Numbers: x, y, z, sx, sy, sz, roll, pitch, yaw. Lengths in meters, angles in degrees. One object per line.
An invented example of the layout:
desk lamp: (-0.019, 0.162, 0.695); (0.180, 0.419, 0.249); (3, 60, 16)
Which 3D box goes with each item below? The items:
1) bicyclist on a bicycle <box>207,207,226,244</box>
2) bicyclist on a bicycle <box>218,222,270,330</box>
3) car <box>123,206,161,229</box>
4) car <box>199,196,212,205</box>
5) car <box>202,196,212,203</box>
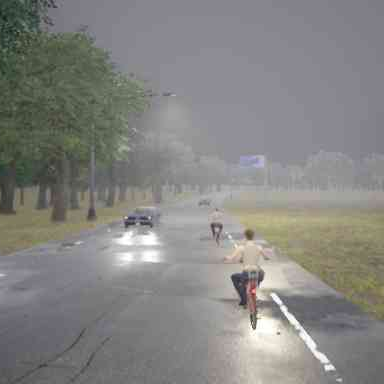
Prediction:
bicyclist on a bicycle: (1.122, 1.480, 14.996); (0.866, 1.612, 1.509); (0, 0, 1)
bicyclist on a bicycle: (1.007, 1.453, 5.940); (0.866, 1.612, 1.509); (0, 0, 0)
car: (-3.259, 1.665, 22.511); (1.895, 1.301, 4.718); (0, 0, 2)
car: (2.256, 1.700, 58.858); (1.895, 1.301, 4.718); (0, 0, 4)
car: (3.354, 1.627, 73.922); (1.994, 1.385, 4.181); (0, 0, 5)
